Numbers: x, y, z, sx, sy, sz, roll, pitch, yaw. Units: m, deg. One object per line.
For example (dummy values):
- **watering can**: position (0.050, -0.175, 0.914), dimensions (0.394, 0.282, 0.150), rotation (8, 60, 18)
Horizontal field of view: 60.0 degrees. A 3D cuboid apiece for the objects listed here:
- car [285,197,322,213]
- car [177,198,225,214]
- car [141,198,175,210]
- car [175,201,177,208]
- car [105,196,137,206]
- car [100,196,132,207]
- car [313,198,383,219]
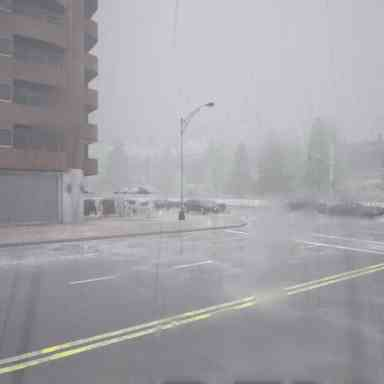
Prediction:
- **car**: position (12.445, 1.296, 36.498), dimensions (2.097, 1.767, 4.553), rotation (0, 0, -35)
- **car**: position (0.867, 1.449, 34.312), dimensions (1.837, 1.490, 4.892), rotation (0, 0, -35)
- **car**: position (-4.506, 1.545, 41.831), dimensions (1.895, 1.301, 4.718), rotation (0, 0, -37)
- **car**: position (-3.593, 1.545, 46.244), dimensions (1.895, 1.301, 4.718), rotation (0, 0, -40)
- **car**: position (-11.330, 1.436, 53.187), dimensions (4.902, 1.511, 2.128), rotation (0, 0, 29)
- **car**: position (-11.456, 1.436, 49.107), dimensions (4.902, 1.511, 2.128), rotation (0, 0, 34)
- **car**: position (13.662, 1.493, 28.678), dimensions (2.033, 1.411, 5.357), rotation (0, 0, -35)
